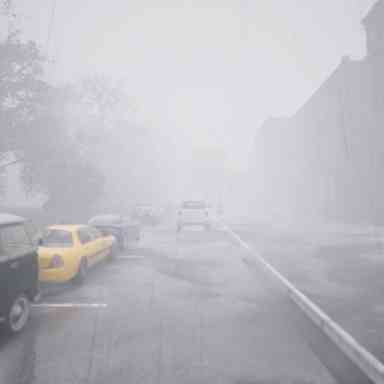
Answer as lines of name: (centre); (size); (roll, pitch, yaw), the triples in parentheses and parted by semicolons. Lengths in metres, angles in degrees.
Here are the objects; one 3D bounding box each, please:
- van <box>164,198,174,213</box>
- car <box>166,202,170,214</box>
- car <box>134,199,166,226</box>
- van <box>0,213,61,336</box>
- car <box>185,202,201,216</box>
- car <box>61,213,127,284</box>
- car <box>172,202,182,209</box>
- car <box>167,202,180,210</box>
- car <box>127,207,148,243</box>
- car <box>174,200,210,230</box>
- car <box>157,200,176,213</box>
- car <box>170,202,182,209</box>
van: (-3.652, 1.843, 43.327); (1.878, 1.987, 4.442); (0, -1, 2)
car: (-3.655, 1.953, 32.063); (2.002, 1.452, 4.674); (0, -1, 2)
car: (-3.656, 1.711, 26.467); (2.185, 1.767, 4.553); (0, -1, 2)
van: (-3.650, 1.312, 4.337); (1.878, 1.987, 4.442); (0, -1, 2)
car: (0.097, 2.063, 41.032); (1.837, 1.490, 4.892); (0, -1, 0)
car: (-3.646, 1.609, 9.972); (1.946, 1.575, 5.366); (0, -1, 2)
car: (-3.650, 3.321, 82.132); (2.097, 1.535, 5.008); (0, -2, 2)
car: (-3.639, 2.670, 65.475); (2.163, 1.488, 4.792); (1, -2, 2)
car: (-3.654, 1.683, 15.351); (2.097, 1.535, 5.008); (0, -1, 2)
car: (0.103, 1.543, 23.742); (2.150, 2.045, 5.566); (0, 0, 0)
car: (-3.658, 2.018, 48.747); (2.185, 1.767, 4.553); (0, -1, 2)
car: (-3.642, 3.094, 76.576); (2.097, 1.535, 5.008); (1, -3, 2)
